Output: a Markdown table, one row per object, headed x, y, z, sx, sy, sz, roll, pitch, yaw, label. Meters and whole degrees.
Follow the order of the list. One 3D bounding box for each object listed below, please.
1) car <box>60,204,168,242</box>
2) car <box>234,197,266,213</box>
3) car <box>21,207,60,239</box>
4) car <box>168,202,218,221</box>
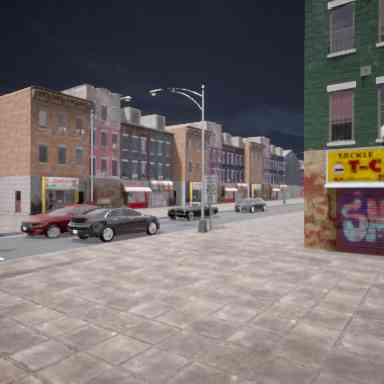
| x | y | z | sx | sy | sz | roll | pitch | yaw | label |
| --- | --- | --- | --- | --- | --- | --- | --- | --- | --- |
| -3.586 | 1.443 | 16.197 | 1.837 | 1.490 | 4.892 | 0 | 0 | 36 | car |
| 6.157 | 1.323 | 34.670 | 1.837 | 1.490 | 4.892 | 0 | 0 | 36 | car |
| -6.261 | 1.408 | 17.356 | 1.882 | 1.535 | 5.008 | 0 | 0 | 35 | car |
| 0.116 | 1.473 | 26.268 | 1.895 | 1.301 | 4.718 | 0 | 0 | 36 | car |
